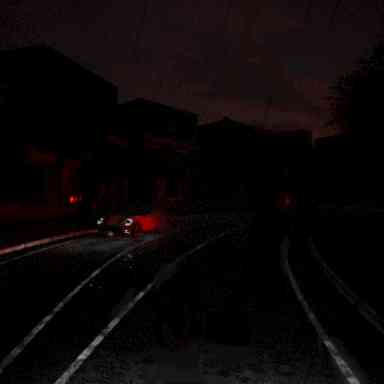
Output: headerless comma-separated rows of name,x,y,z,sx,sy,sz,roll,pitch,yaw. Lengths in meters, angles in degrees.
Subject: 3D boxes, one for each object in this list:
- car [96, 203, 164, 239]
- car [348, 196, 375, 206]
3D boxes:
car,-3.262,1.463,18.191,2.097,1.767,4.553,0,0,18
car,25.481,1.261,49.880,5.008,1.535,1.882,-1,0,-34
